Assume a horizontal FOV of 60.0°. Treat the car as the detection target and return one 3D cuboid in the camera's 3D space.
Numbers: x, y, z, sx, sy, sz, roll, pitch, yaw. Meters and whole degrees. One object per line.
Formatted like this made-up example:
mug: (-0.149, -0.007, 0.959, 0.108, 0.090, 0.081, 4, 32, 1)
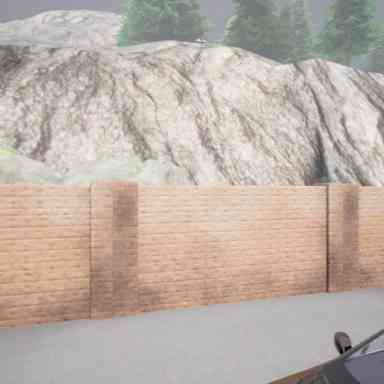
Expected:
car: (2.148, 1.492, 1.920, 4.902, 1.511, 2.128, 0, 0, -18)
